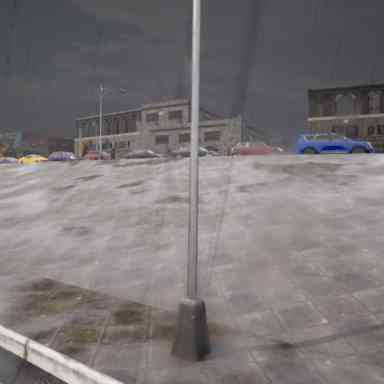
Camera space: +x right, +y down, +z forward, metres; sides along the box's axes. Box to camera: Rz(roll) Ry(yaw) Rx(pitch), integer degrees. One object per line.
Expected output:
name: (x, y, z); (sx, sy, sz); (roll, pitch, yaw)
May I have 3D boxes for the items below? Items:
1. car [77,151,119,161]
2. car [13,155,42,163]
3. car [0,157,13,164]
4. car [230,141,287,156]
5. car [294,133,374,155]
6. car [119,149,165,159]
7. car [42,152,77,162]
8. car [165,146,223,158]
car: (-9.273, -3.533, 34.957); (4.792, 1.488, 2.163); (1, 1, 29)
car: (-19.043, -3.770, 40.533); (5.008, 1.535, 2.097); (1, 1, 32)
car: (-23.767, -3.832, 43.442); (4.674, 1.452, 2.002); (1, 1, 33)
car: (5.534, -3.362, 27.510); (4.553, 1.767, 2.185); (1, 1, 25)
car: (10.644, -3.342, 25.192); (5.566, 2.045, 2.435); (2, 1, 24)
car: (-4.399, -3.421, 32.370); (4.674, 1.452, 2.002); (1, 1, 28)
car: (-14.278, -3.793, 37.736); (4.553, 1.767, 2.185); (1, 1, 30)
car: (0.443, -3.359, 29.932); (4.892, 1.521, 2.231); (1, 1, 27)
